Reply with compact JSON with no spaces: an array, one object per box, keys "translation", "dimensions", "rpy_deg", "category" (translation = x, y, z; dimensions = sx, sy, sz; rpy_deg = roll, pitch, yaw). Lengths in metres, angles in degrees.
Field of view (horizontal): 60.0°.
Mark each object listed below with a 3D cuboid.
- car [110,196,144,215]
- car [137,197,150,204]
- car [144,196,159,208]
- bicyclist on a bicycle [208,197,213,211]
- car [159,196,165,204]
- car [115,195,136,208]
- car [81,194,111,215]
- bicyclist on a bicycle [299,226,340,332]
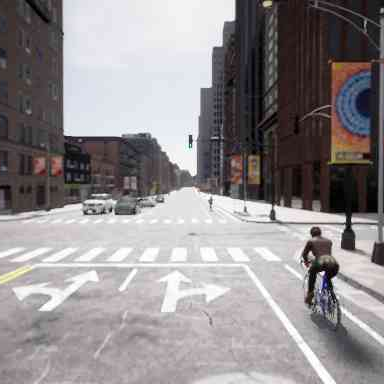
[{"translation":[-6.600,1.381,34.351],"dimensions":[2.097,1.767,4.553],"rpy_deg":[0,0,0],"category":"car"},{"translation":[-9.760,1.721,67.629],"dimensions":[1.895,1.301,4.718],"rpy_deg":[0,0,0],"category":"car"},{"translation":[-6.591,1.644,50.096],"dimensions":[1.895,1.301,4.718],"rpy_deg":[0,0,0],"category":"car"},{"translation":[2.249,1.488,39.961],"dimensions":[0.582,1.620,1.656],"rpy_deg":[0,0,0],"category":"bicyclist on a bicycle"},{"translation":[-6.510,1.601,67.659],"dimensions":[1.837,1.490,4.892],"rpy_deg":[0,0,0],"category":"car"},{"translation":[-9.840,1.396,49.622],"dimensions":[2.097,1.767,4.553],"rpy_deg":[0,0,0],"category":"car"},{"translation":[-9.858,1.252,35.231],"dimensions":[2.150,2.045,5.566],"rpy_deg":[0,0,0],"category":"car"},{"translation":[2.254,1.455,5.902],"dimensions":[0.582,1.620,1.656],"rpy_deg":[0,0,0],"category":"bicyclist on a bicycle"}]
